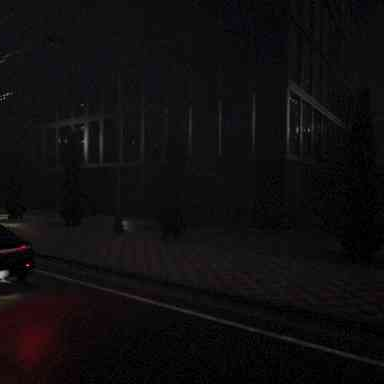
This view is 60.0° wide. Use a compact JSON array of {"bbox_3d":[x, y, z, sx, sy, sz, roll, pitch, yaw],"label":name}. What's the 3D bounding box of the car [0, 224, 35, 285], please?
[{"bbox_3d":[-5.669,1.354,7.837,4.902,1.511,2.128,1,1,35],"label":"car"}]
